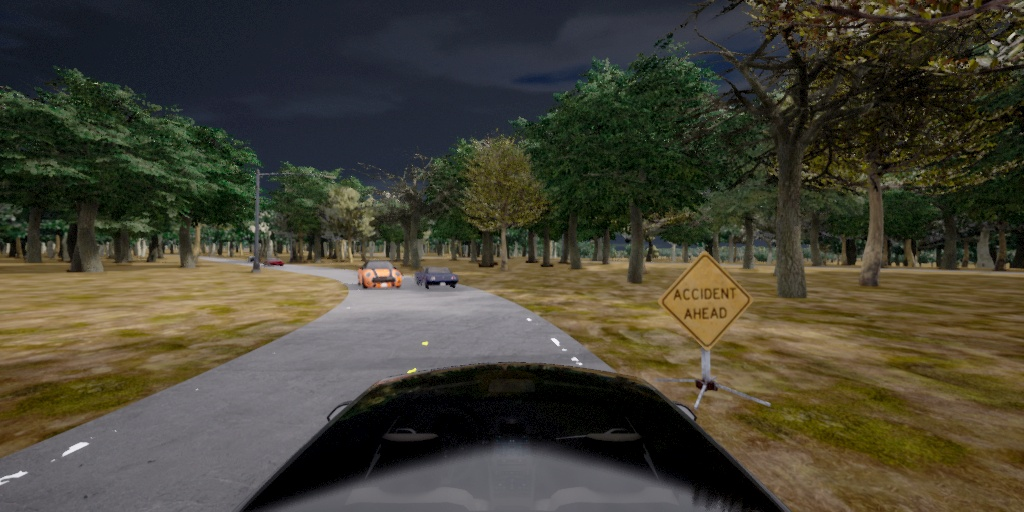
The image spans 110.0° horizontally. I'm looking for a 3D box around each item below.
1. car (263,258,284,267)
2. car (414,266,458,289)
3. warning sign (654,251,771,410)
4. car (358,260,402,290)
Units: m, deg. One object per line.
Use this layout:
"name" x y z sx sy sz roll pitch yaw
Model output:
"car" -34.995 0.967 52.654 1.895 1.301 4.718 1 0 -45
"car" -4.966 1.319 22.878 1.895 1.301 4.718 0 0 -25
"warning sign" 2.567 0.868 4.727 1.300 1.860 1.060 0 0 -4
"car" -8.175 1.045 22.027 2.097 1.767 4.553 0 0 -28
